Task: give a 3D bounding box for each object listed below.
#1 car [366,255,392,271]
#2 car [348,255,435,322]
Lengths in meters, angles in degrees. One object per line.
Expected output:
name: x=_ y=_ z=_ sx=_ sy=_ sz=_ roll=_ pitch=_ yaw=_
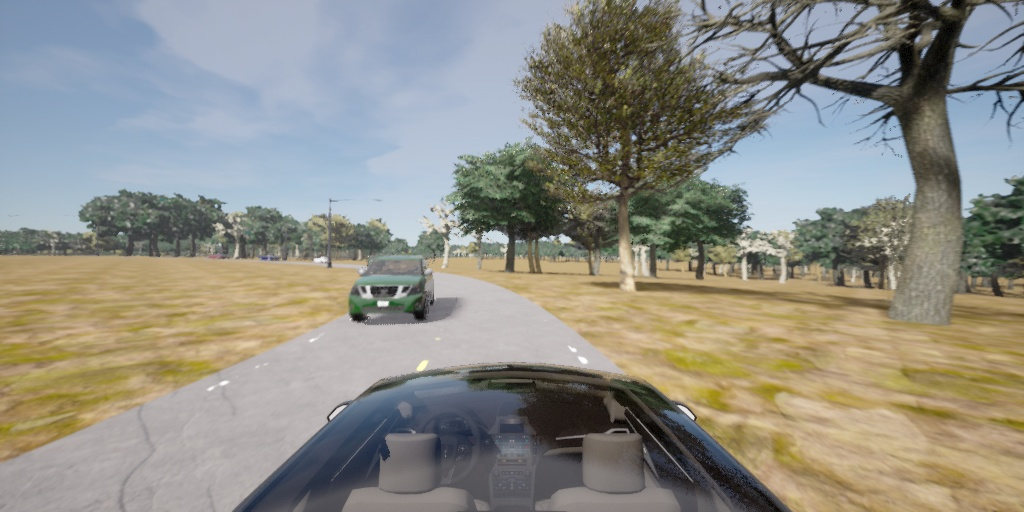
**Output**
car: x=-19.127 y=0.946 z=51.345 sx=2.150 sy=2.045 sz=5.566 roll=0 pitch=0 yaw=-35
car: x=-3.993 y=0.988 z=12.797 sx=2.150 sy=2.045 sz=5.566 roll=0 pitch=0 yaw=-8
